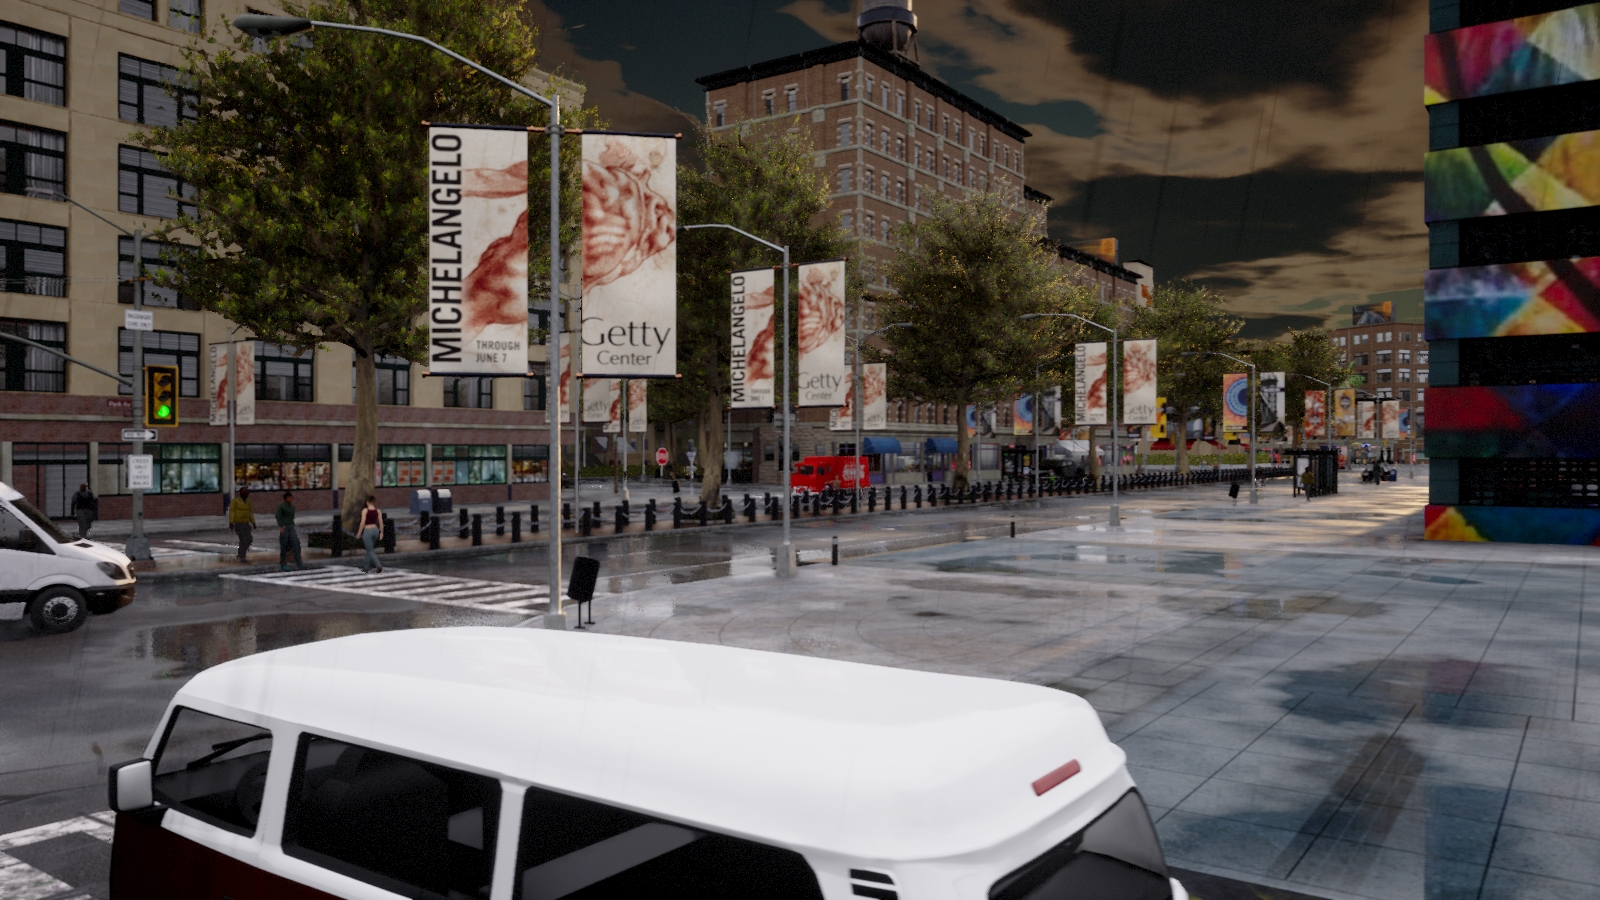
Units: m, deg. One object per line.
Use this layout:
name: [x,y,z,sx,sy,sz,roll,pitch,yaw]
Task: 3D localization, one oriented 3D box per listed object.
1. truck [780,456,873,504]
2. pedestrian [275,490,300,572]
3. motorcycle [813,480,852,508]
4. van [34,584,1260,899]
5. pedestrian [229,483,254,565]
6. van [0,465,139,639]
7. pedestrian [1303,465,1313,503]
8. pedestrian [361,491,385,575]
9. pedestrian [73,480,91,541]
truck: [1.508,1.586,62.642,2.627,2.467,5.204,0,0,35]
pedestrian: [-11.861,1.862,26.444,0.375,1.860,0.375,0,0,25]
motorcycle: [1.639,2.187,56.723,0.764,1.277,2.356,0,0,35]
van: [-0.836,1.785,4.402,4.480,2.038,2.069,0,0,36]
pedestrian: [-13.021,1.718,26.628,0.375,1.860,0.375,0,0,24]
van: [-13.476,1.546,17.351,5.915,2.561,1.988,0,0,-29]
pedestrian: [25.512,1.703,57.359,0.375,1.860,0.375,0,0,36]
pedestrian: [-9.638,1.861,25.778,0.375,1.860,0.375,0,0,44]
pedestrian: [-22.287,1.869,35.461,0.375,1.860,0.375,0,0,35]
